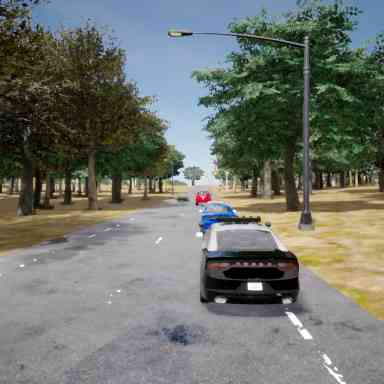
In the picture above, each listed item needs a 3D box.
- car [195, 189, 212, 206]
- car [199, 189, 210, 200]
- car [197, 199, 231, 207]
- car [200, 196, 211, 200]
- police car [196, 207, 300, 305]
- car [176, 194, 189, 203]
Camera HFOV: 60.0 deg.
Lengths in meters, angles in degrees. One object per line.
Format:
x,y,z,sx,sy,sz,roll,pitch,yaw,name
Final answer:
1.624,0.805,46.168,2.150,2.045,5.566,0,1,3,car
2.500,0.466,67.364,2.150,2.045,5.566,0,1,3,car
1.408,1.401,18.132,1.882,1.535,5.008,0,1,2,car
1.673,1.315,24.300,1.801,1.575,5.366,0,1,3,car
1.129,1.409,8.303,1.930,1.638,5.238,0,0,1,police car
-1.505,1.060,55.252,1.895,1.301,4.718,0,1,3,car
